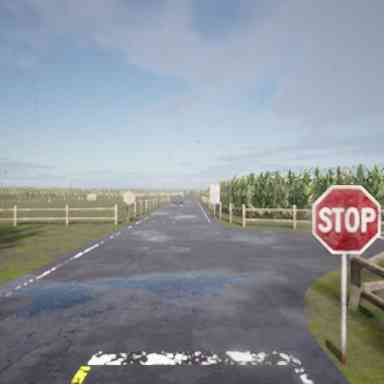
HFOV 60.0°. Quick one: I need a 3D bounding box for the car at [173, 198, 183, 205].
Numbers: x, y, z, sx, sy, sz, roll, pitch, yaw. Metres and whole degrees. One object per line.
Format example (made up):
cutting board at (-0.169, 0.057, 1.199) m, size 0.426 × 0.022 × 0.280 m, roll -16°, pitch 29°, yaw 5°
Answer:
car at (-2.706, 1.802, 65.195) m, size 1.994 × 1.385 × 4.181 m, roll 0°, pitch 0°, yaw 0°
